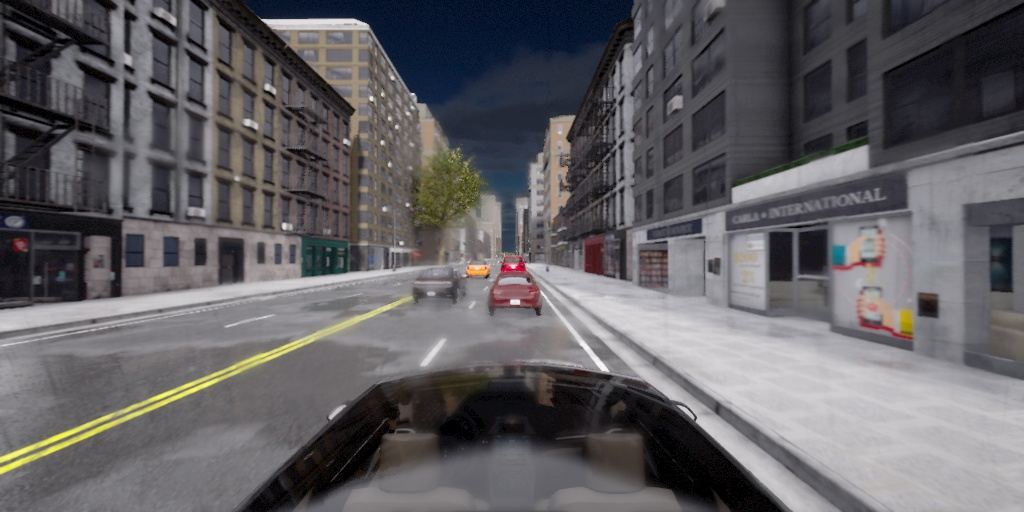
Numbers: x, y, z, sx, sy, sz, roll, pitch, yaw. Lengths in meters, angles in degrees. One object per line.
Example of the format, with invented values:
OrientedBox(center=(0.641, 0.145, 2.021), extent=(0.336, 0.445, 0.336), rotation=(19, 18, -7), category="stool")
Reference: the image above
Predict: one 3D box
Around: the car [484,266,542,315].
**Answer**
OrientedBox(center=(0.102, 1.290, 13.614), extent=(1.812, 1.442, 4.674), rotation=(0, 0, 0), category="car")

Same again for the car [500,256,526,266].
OrientedBox(center=(0.107, 1.017, 31.881), extent=(2.150, 2.045, 5.566), rotation=(0, 0, 0), category="car")

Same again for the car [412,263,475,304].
OrientedBox(center=(-3.146, 1.260, 16.410), extent=(2.128, 1.511, 4.902), rotation=(0, 0, 0), category="car")

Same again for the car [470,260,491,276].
OrientedBox(center=(-3.141, 1.152, 34.405), extent=(2.097, 1.767, 4.553), rotation=(0, 0, 0), category="car")
